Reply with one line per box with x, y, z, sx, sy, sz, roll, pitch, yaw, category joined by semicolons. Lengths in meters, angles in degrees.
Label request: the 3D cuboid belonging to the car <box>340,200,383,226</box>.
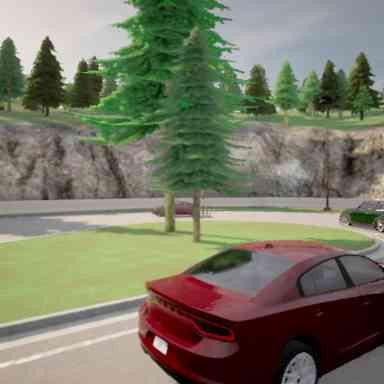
10.653;1.238;19.234;2.097;1.767;4.553;-1;0;-9;car

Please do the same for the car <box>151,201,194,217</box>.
-1.472;1.446;29.328;4.181;1.385;1.994;0;0;-9;car

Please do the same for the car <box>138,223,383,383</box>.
1.688;1.452;4.894;5.008;1.535;1.882;1;0;-36;car
